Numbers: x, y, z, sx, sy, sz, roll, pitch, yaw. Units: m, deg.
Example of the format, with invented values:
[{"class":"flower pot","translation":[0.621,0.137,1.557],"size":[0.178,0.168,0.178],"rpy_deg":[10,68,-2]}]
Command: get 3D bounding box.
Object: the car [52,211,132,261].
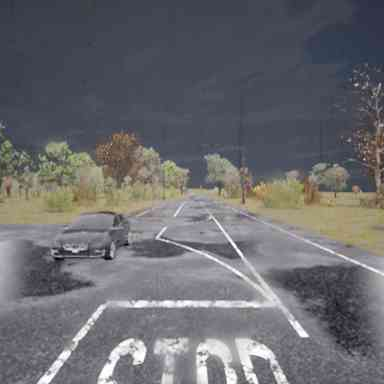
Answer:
[{"class":"car","translation":[-3.474,1.497,12.337],"size":[1.837,1.490,4.892],"rpy_deg":[0,0,0]}]
